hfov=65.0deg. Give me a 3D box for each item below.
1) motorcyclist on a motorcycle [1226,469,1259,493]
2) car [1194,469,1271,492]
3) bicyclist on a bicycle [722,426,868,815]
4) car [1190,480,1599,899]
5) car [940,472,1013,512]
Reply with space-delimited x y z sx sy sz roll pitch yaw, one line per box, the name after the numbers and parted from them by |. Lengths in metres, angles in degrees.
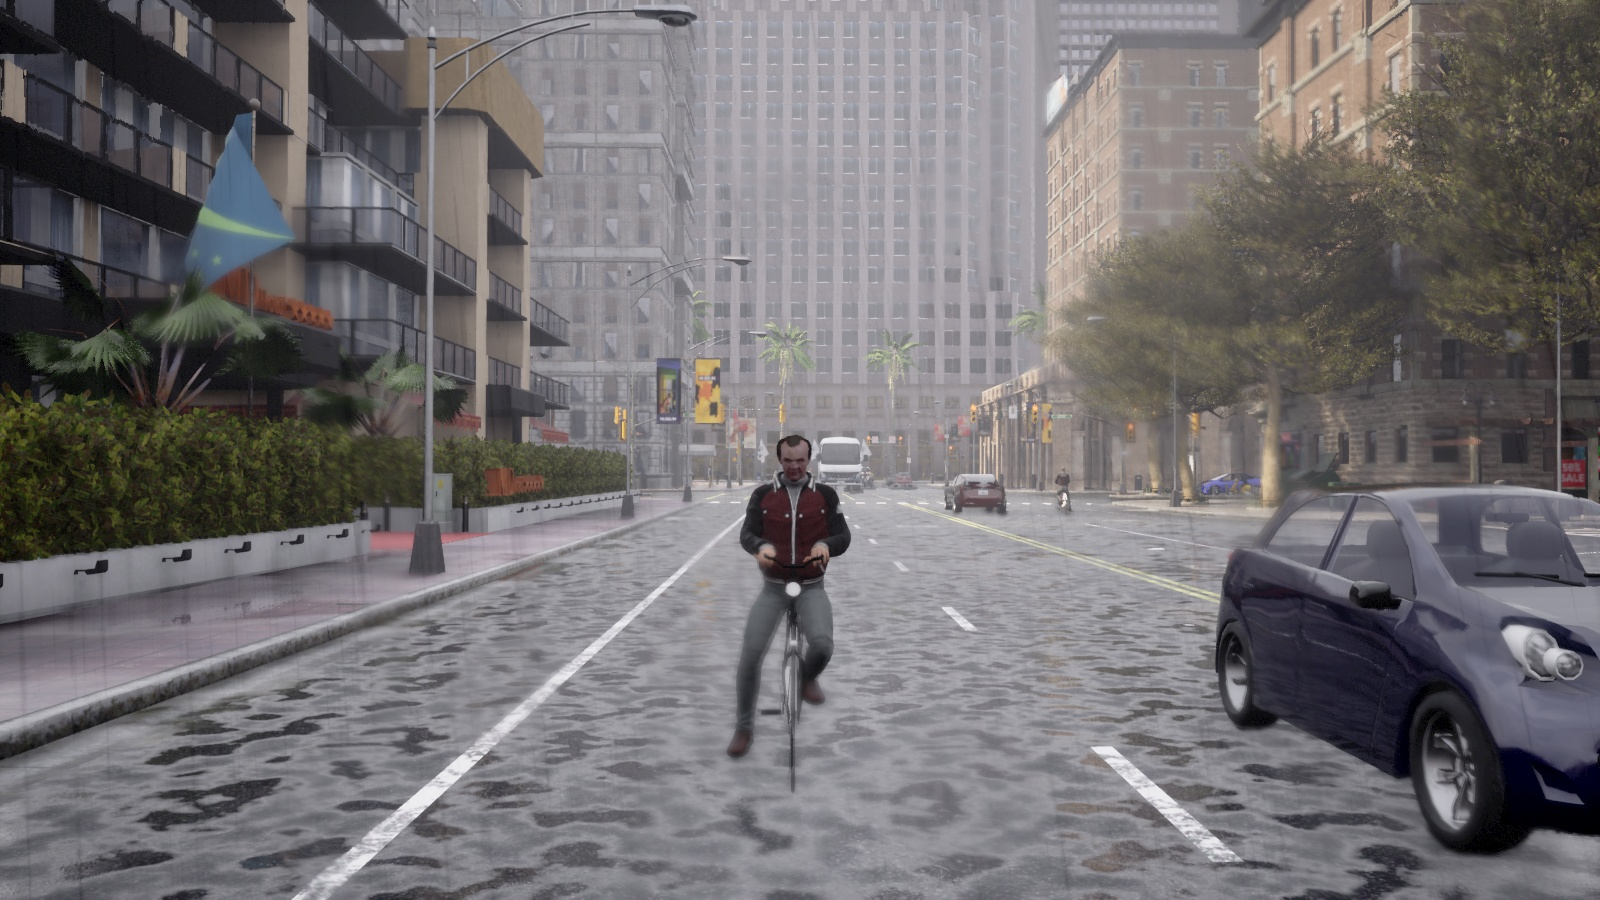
28.779 2.021 81.705 1.817 1.590 0.866 0 -1 1 | motorcyclist on a motorcycle
29.324 2.072 85.222 4.514 1.525 2.007 0 -1 1 | car
-0.027 0.797 6.671 0.659 1.776 1.843 0 -1 0 | bicyclist on a bicycle
3.475 0.921 6.353 1.845 1.501 3.633 0 -1 0 | car
6.819 1.608 48.996 2.163 1.488 4.792 0 -1 0 | car
